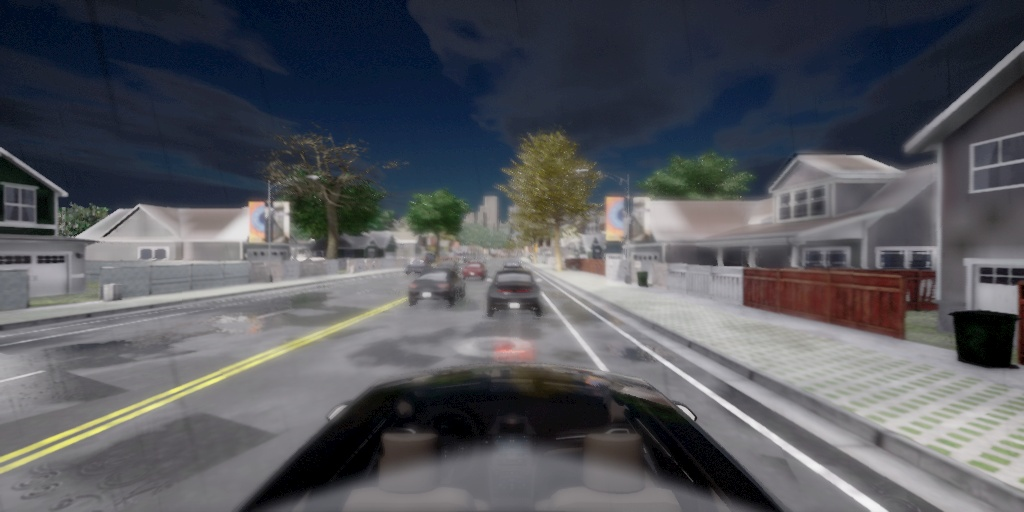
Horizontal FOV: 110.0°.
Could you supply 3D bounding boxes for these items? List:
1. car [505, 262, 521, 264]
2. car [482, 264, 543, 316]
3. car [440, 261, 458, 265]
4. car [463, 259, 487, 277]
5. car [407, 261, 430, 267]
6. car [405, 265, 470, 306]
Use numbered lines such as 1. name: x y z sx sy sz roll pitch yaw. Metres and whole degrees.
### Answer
1. car: 0.092 1.232 29.914 2.128 1.511 4.902 0 0 0
2. car: 0.091 1.253 13.402 1.837 1.490 4.892 0 1 0
3. car: -6.597 1.243 37.306 1.837 1.490 4.892 0 0 0
4. car: -3.157 1.266 30.996 1.812 1.442 4.674 0 0 0
5. car: -9.848 1.285 38.266 2.033 1.411 5.357 0 0 0
6. car: -3.156 1.271 15.618 1.812 1.442 4.674 0 0 0
